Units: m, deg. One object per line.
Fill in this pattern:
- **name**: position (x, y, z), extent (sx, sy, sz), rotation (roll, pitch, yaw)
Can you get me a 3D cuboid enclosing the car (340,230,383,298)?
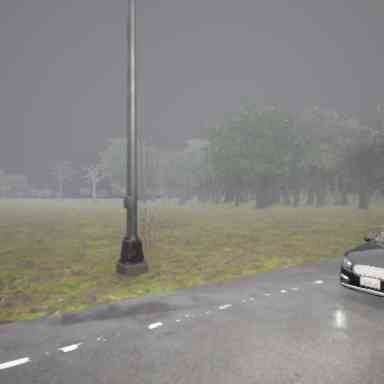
- **car**: position (5.425, 1.461, 7.762), extent (4.902, 1.511, 2.128), rotation (0, 0, -35)
